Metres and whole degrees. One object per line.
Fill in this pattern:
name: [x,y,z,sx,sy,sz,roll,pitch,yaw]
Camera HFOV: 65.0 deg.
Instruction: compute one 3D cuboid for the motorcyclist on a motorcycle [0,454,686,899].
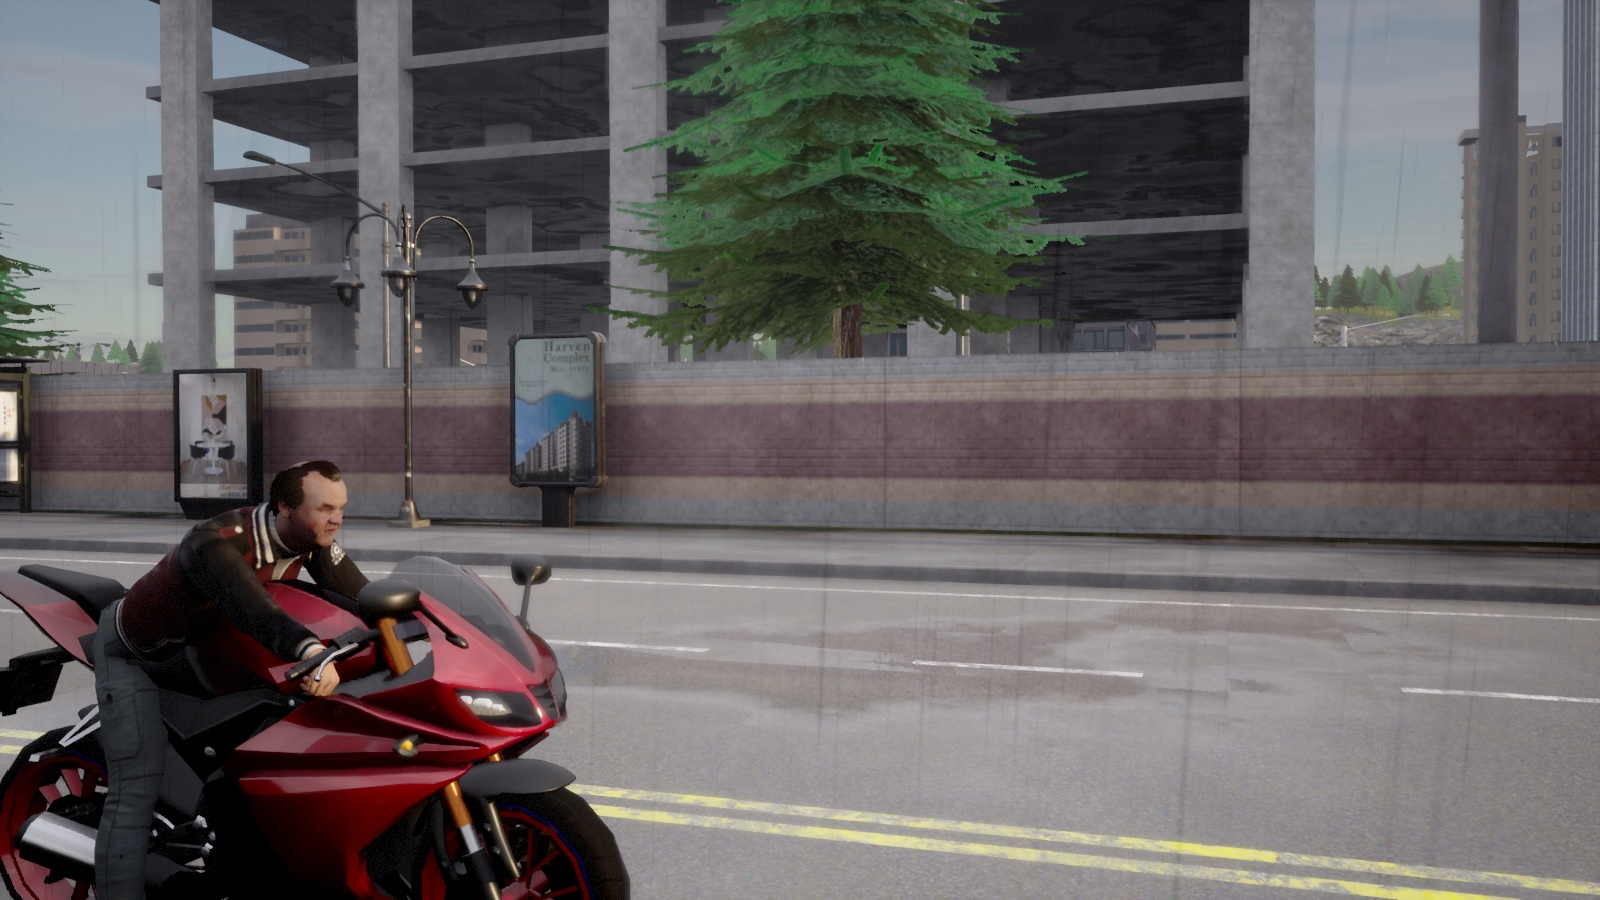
motorcyclist on a motorcycle: [-1.520,0.797,3.704,2.191,1.530,0.866,1,1,19]
